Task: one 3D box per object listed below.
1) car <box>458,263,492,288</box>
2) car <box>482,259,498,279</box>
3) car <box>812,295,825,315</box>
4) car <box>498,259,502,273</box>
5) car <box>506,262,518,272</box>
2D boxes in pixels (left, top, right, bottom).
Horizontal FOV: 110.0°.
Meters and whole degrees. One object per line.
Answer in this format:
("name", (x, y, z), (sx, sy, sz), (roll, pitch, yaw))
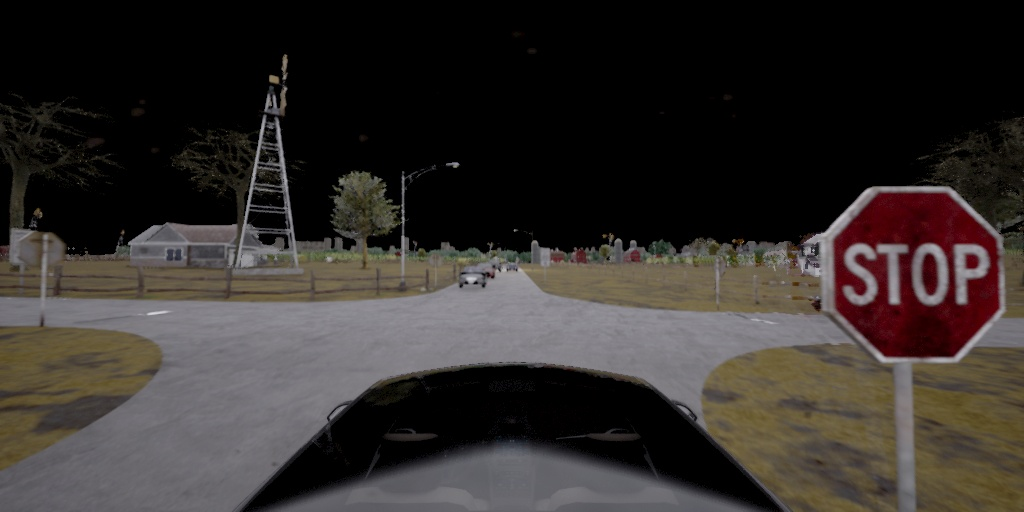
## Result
("car", (-2.784, 1.477, 26.306), (2.128, 1.511, 4.902), (0, -1, -2))
("car", (-2.824, 1.447, 37.269), (2.097, 1.767, 4.553), (0, -1, 0))
("car", (14.302, 1.795, 13.554), (4.718, 1.301, 1.895), (1, -2, 0))
("car", (-2.784, 1.506, 55.577), (2.150, 2.045, 5.566), (0, -1, 0))
("car", (0.030, 1.910, 58.070), (1.895, 1.301, 4.718), (0, -1, 0))
